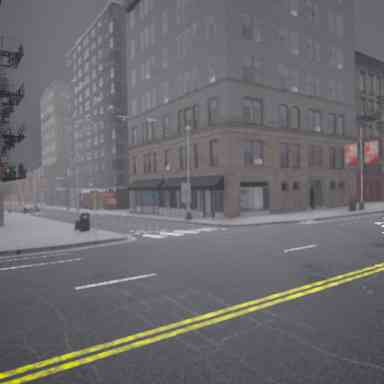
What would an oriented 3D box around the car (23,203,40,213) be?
[{"bbox_3d":[-25.649,2.555,53.032,1.812,1.442,4.674,-2,0,-35],"label":"car"}]
